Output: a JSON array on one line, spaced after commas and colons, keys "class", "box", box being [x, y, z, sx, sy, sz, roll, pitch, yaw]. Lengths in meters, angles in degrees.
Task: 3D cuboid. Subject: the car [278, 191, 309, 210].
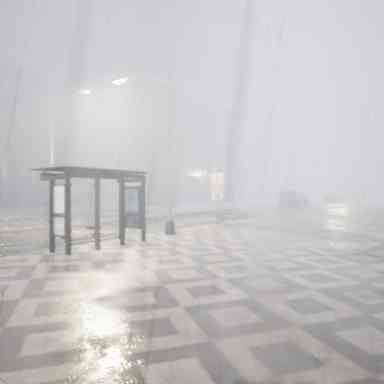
[{"class": "car", "box": [11.603, 0.911, 37.966, 2.150, 2.045, 5.566, -1, -1, 35]}]

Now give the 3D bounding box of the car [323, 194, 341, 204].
[{"class": "car", "box": [22.285, 1.085, 52.993, 1.837, 1.490, 4.892, -1, -1, 36]}]
